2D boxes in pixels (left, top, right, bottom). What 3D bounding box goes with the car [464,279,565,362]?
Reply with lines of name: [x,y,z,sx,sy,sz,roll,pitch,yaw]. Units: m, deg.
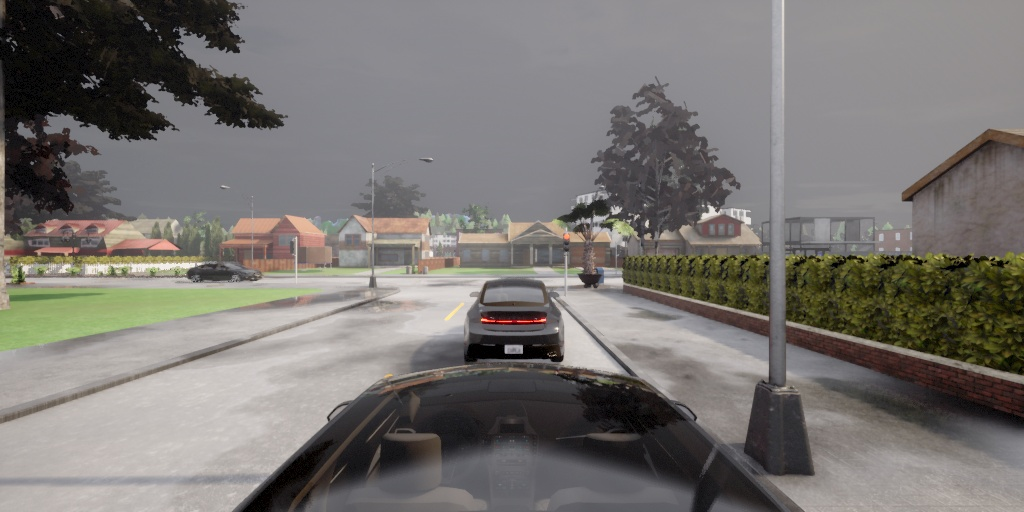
car: [0.052,1.255,8.187,1.837,1.490,4.892,0,0,1]

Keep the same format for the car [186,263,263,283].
car: [-21.421,1.254,26.826,4.892,1.490,1.837,0,0,0]
